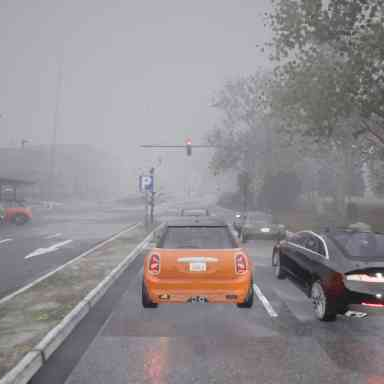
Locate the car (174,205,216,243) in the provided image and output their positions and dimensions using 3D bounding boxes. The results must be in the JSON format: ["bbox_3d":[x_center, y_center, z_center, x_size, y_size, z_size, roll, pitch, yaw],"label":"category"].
[{"bbox_3d":[0.153,1.531,17.179,1.837,1.490,4.892,0,0,1],"label":"car"}]

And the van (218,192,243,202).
[{"bbox_3d":[7.221,1.041,63.610,4.442,1.987,1.878,1,0,-14],"label":"van"}]

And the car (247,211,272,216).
[{"bbox_3d":[3.144,1.587,16.129,1.994,1.385,4.181,0,0,1],"label":"car"}]

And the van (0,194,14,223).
[{"bbox_3d":[-13.623,1.296,20.211,4.442,1.987,1.878,-1,0,-20],"label":"van"}]

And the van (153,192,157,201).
[{"bbox_3d":[-10.310,1.092,69.983,4.442,1.987,1.878,-1,0,-14],"label":"van"}]

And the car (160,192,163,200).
[{"bbox_3d":[-9.715,1.358,75.949,4.674,1.452,2.002,-1,0,-13],"label":"car"}]

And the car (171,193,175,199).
[{"bbox_3d":[-8.089,1.063,87.941,5.566,2.045,2.435,-1,0,-12],"label":"car"}]

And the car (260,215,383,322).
[{"bbox_3d":[3.102,1.501,7.217,2.128,1.511,4.902,0,0,0],"label":"car"}]

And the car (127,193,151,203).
[{"bbox_3d":[-10.772,1.195,66.942,4.553,1.767,2.185,-1,0,-14],"label":"car"}]

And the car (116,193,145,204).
[{"bbox_3d":[-11.504,1.357,60.997,4.792,1.488,2.163,-1,0,-15],"label":"car"}]

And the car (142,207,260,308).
[{"bbox_3d":[0.104,1.363,8.094,2.097,1.767,4.553,0,0,0],"label":"car"}]

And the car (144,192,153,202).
[{"bbox_3d":[-10.863,1.314,63.990,5.366,1.575,1.946,-1,0,-15],"label":"car"}]

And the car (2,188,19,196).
[{"bbox_3d":[-28.216,0.136,51.849,2.002,1.452,4.674,6,-3,-19],"label":"car"}]

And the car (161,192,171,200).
[{"bbox_3d":[-8.536,1.356,84.934,4.674,1.452,2.002,-1,0,-12],"label":"car"}]

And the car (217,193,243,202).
[{"bbox_3d":[7.601,1.140,66.580,4.553,1.767,2.185,1,0,-14],"label":"car"}]

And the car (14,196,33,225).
[{"bbox_3d":[-13.650,1.402,23.189,4.553,1.767,2.185,-1,0,-19],"label":"car"}]

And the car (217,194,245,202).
[{"bbox_3d":[8.134,1.262,69.574,5.366,1.575,1.946,1,0,-13],"label":"car"}]

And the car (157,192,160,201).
[{"bbox_3d":[-10.085,1.320,72.954,4.892,1.521,2.231,-1,0,-14],"label":"car"}]
